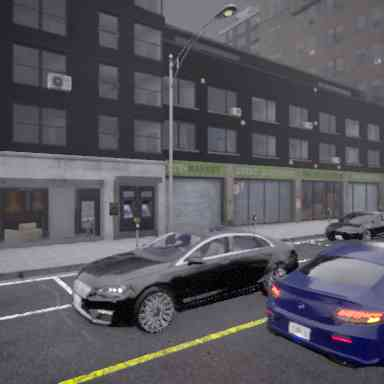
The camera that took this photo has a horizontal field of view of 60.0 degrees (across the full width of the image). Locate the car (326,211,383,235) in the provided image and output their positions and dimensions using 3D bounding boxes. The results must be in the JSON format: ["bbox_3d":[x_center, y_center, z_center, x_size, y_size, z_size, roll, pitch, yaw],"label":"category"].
[{"bbox_3d":[8.097,1.583,15.589,4.313,1.339,1.947,0,0,-35],"label":"car"}]

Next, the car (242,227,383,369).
[{"bbox_3d":[3.192,1.531,5.402,4.674,1.442,1.812,0,0,-35],"label":"car"}]

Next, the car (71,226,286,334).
[{"bbox_3d":[0.130,1.500,6.846,4.902,1.511,2.128,0,0,-35],"label":"car"}]
